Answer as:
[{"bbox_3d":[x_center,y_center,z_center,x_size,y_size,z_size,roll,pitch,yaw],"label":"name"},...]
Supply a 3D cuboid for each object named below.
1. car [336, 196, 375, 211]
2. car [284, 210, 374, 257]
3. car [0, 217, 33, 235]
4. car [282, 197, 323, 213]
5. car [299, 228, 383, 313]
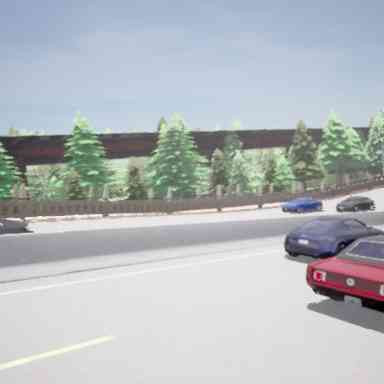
[{"bbox_3d":[16.059,1.188,32.628,4.892,1.490,1.837,-3,2,-35],"label":"car"},{"bbox_3d":[5.179,1.554,11.740,4.181,1.385,1.994,0,0,-35],"label":"car"},{"bbox_3d":[-8.046,1.492,11.149,4.902,1.511,2.128,0,0,-35],"label":"car"},{"bbox_3d":[11.080,1.310,33.381,5.008,1.535,1.882,-2,1,-35],"label":"car"},{"bbox_3d":[4.585,1.594,7.017,4.718,1.301,1.895,0,0,-35],"label":"car"}]
